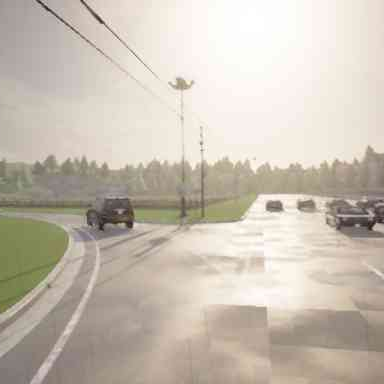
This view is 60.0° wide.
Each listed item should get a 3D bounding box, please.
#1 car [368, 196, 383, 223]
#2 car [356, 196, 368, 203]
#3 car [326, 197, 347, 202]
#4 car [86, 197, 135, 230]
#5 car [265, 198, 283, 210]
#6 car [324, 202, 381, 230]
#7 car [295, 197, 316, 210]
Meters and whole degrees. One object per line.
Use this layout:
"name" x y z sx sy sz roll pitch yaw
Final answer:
"car" 12.752 1.017 19.840 2.150 2.045 5.566 -1 0 12
"car" 20.182 1.204 38.065 1.812 1.442 4.674 -1 0 12
"car" 16.684 1.303 38.439 1.994 1.385 4.181 -1 0 12
"car" -5.555 1.333 22.249 2.150 2.045 5.566 -1 0 -28
"car" 9.843 1.421 39.918 1.994 1.385 4.181 -1 0 12
"car" 9.140 1.459 19.641 1.895 1.301 4.718 -1 0 12
"car" 13.161 1.291 38.698 2.128 1.511 4.902 -1 0 12
